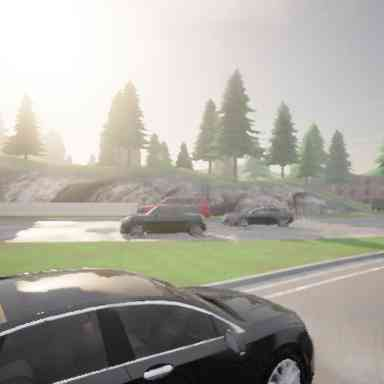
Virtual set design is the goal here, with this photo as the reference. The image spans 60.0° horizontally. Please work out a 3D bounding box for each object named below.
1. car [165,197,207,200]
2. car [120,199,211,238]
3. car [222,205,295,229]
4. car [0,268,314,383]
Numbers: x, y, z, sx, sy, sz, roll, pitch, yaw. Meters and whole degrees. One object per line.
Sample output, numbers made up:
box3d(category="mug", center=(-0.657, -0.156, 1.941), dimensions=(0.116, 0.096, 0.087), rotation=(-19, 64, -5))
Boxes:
box3d(category="car", center=(-1.339, 1.358, 24.875), dimensions=(5.566, 2.045, 2.150), rotation=(0, 0, -8))
box3d(category="car", center=(-1.548, 1.446, 17.912), dimensions=(4.553, 1.767, 2.097), rotation=(0, 0, -9))
box3d(category="car", center=(4.476, 1.658, 22.453), dimensions=(4.902, 1.511, 2.128), rotation=(1, 0, -13))
box3d(category="car", center=(-0.812, 1.515, 3.084), dimensions=(4.892, 1.490, 1.837), rotation=(1, 0, -37))
